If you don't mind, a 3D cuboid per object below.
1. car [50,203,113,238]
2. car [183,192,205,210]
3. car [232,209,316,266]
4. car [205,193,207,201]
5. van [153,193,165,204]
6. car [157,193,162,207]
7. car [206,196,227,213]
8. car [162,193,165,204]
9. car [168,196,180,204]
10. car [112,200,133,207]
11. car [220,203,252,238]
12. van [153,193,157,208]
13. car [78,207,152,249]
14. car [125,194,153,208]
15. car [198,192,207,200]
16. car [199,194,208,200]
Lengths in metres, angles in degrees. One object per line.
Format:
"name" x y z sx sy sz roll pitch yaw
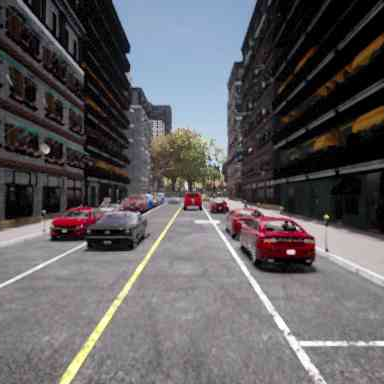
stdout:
"car" -5.639 1.476 16.945 1.887 1.381 4.507 1 0 0
"car" 0.110 1.062 40.314 2.150 2.045 5.566 0 1 0
"car" 2.707 1.499 11.308 1.887 1.381 4.507 1 0 0
"car" 2.722 1.252 68.440 1.752 1.417 4.829 1 0 0
"van" -5.625 1.113 56.818 1.690 1.788 3.998 1 0 0
"car" -5.629 1.257 45.426 1.967 1.590 4.097 1 0 0
"car" 2.713 1.407 34.093 1.887 1.381 4.507 1 0 0
"car" -5.630 1.345 51.123 2.008 1.369 4.403 1 0 0
"car" -3.040 1.375 56.150 1.895 1.301 4.718 0 0 1
"car" -5.638 1.459 22.640 2.008 1.369 4.403 1 0 0
"car" 2.708 1.476 17.004 1.887 1.381 4.507 1 0 0
"van" -5.629 1.181 39.729 1.690 1.788 3.998 1 0 0
"car" -3.096 1.542 14.394 1.895 1.301 4.718 0 0 0
"car" -5.630 1.178 34.033 2.192 1.841 5.009 1 0 0
"car" 2.731 0.975 85.358 2.192 1.841 5.009 1 0 0
"car" 2.725 1.227 79.664 1.887 1.381 4.507 1 0 0
